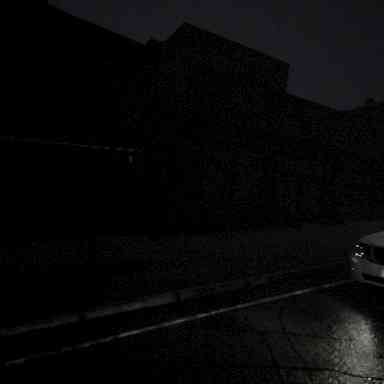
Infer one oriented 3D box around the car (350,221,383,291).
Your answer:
[{"bbox_3d":[6.187,1.264,7.860,5.566,2.045,2.150,0,-1,-31],"label":"car"}]
